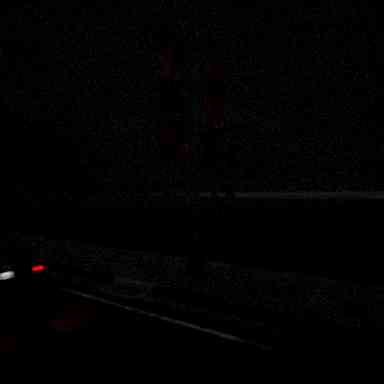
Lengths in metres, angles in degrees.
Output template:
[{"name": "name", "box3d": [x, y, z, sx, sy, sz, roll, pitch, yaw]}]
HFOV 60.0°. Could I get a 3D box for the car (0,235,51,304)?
[{"name": "car", "box3d": [-5.328, 1.536, 7.417, 5.357, 1.411, 2.033, 0, 0, 36]}]
